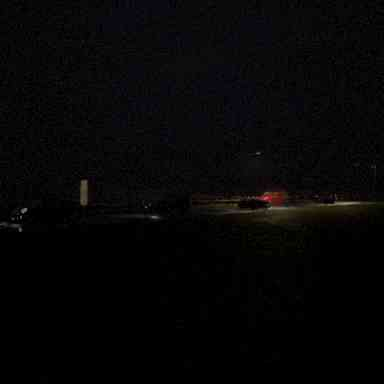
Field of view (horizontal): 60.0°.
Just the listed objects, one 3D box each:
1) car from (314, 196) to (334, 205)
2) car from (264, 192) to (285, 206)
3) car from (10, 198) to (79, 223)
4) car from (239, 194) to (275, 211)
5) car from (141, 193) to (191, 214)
[{"bbox_3d":[22.102,1.348,55.501,1.882,1.535,5.008,1,1,43],"label":"car"},{"bbox_3d":[11.441,1.069,48.538,2.150,2.045,5.566,1,1,44],"label":"car"},{"bbox_3d":[-10.834,1.261,24.600,2.097,1.767,4.553,1,1,41],"label":"car"},{"bbox_3d":[7.583,1.398,40.261,2.128,1.511,4.902,1,1,43],"label":"car"},{"bbox_3d":[-2.509,1.105,33.760,2.150,2.045,5.566,1,1,43],"label":"car"}]
